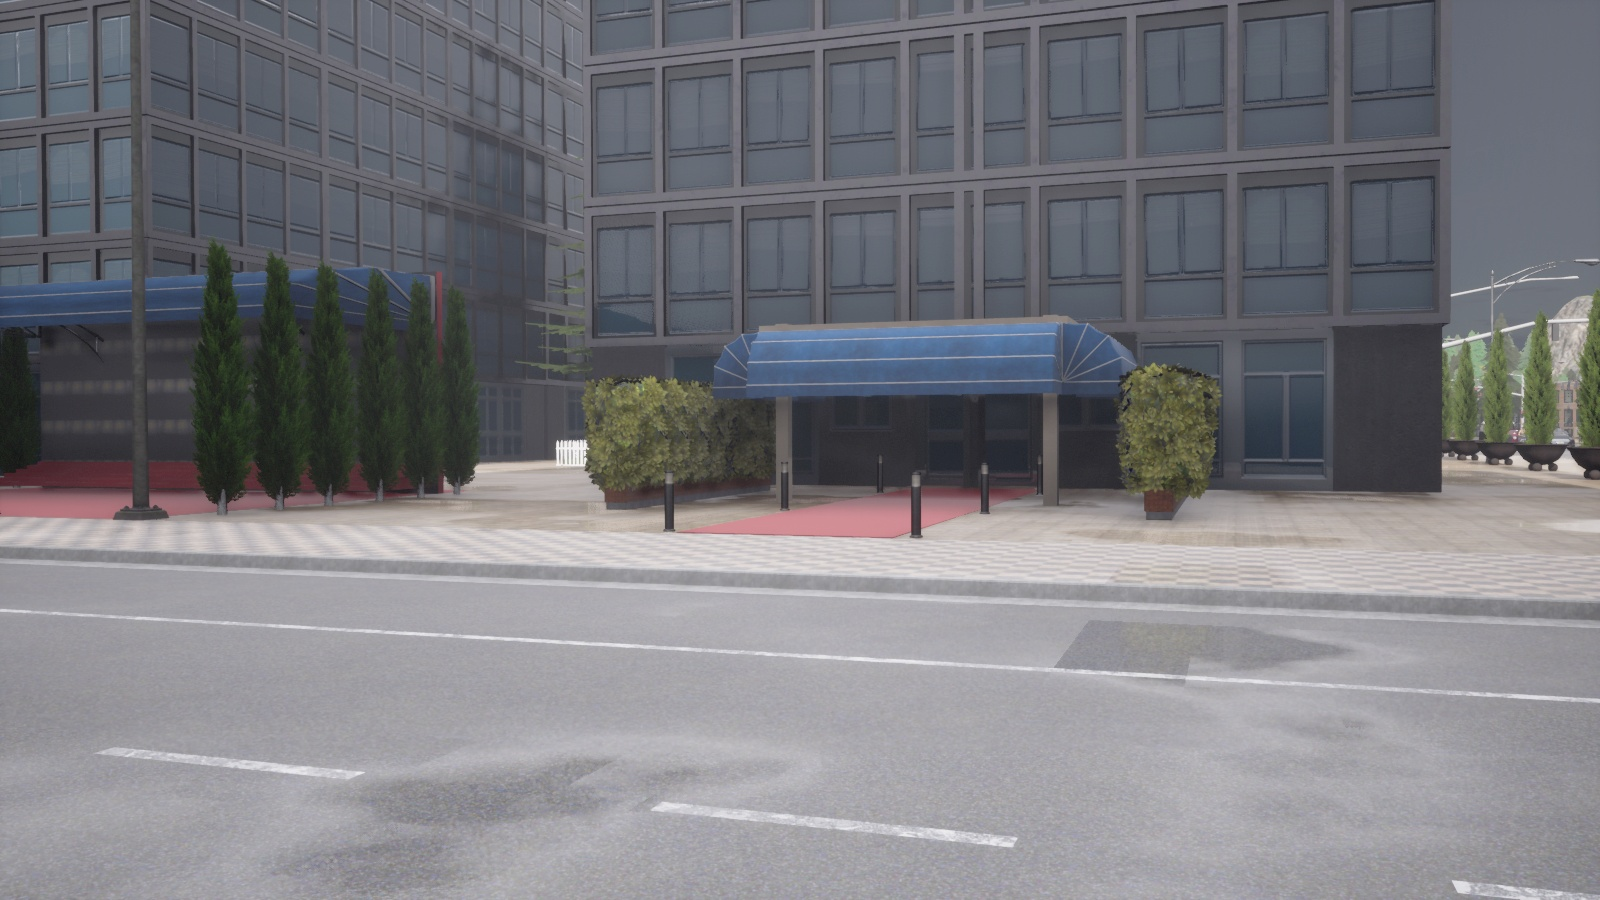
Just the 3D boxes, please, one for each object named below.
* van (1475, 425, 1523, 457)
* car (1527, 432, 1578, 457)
[{"bbox_3d":[47.010,-0.628,84.558,2.069,2.038,4.480,1,1,19],"label":"van"},{"bbox_3d":[50.862,-0.413,84.987,2.033,1.649,4.856,1,1,19],"label":"car"}]
